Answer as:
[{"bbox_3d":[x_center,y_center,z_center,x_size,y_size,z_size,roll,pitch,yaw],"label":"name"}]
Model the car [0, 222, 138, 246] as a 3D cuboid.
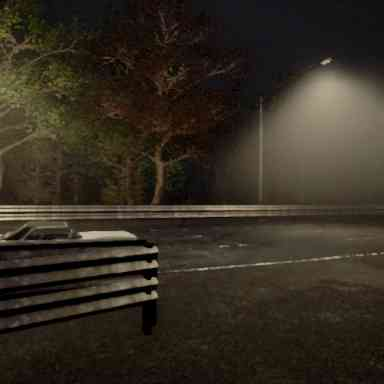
[{"bbox_3d":[-3.939,1.554,9.969,4.718,1.301,1.895,1,-1,-23],"label":"car"}]
